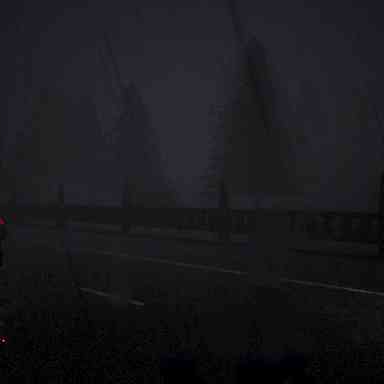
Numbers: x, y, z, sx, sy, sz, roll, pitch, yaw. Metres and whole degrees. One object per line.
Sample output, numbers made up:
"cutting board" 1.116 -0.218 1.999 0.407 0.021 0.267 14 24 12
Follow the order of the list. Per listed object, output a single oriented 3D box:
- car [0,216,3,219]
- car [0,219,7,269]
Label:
"car" -11.013 1.473 16.152 4.553 1.767 2.097 -1 0 36
"car" -6.973 1.564 8.970 4.902 1.511 2.128 0 0 36
